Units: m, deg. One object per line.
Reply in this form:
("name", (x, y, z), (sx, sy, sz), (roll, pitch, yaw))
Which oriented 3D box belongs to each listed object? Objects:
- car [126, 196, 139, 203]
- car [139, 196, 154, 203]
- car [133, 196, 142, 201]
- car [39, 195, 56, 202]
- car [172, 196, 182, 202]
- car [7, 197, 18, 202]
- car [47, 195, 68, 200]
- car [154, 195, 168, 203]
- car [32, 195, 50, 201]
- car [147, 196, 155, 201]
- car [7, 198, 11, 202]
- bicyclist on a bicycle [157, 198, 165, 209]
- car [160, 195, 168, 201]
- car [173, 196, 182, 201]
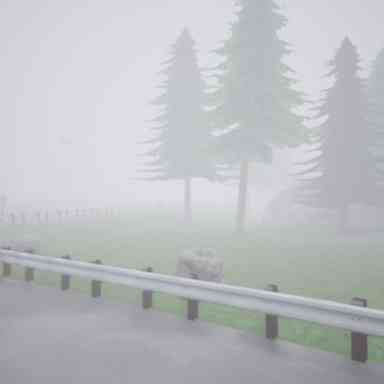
("car", (-14.180, 1.830, 77.624), (2.033, 1.411, 5.357), (0, 0, -1))
("car", (-10.678, 1.739, 78.126), (1.882, 1.535, 5.008), (0, 0, -1))
("car", (-14.437, 1.693, 88.272), (2.033, 1.411, 5.357), (0, 0, -8))
("car", (-35.099, 1.603, 80.988), (1.882, 1.535, 5.008), (0, 0, 3))
("car", (-3.657, 1.808, 78.815), (1.895, 1.301, 4.718), (0, 0, -1))
("car", (-36.951, 1.806, 66.289), (2.097, 1.767, 4.553), (0, 0, 15))
("car", (-26.161, 1.917, 66.442), (1.994, 1.385, 4.181), (0, 0, 15))
("car", (-7.167, 1.762, 78.455), (2.128, 1.511, 4.902), (0, 0, -1))
("car", (-29.628, 1.619, 66.942), (2.150, 2.045, 5.566), (0, 0, 15))
("car", (-10.953, 1.721, 88.588), (1.895, 1.301, 4.718), (0, 0, -8))
("car", (-31.131, 1.969, 51.304), (1.895, 1.301, 4.718), (-1, 0, 22))
("bicyclist on a bicycle", (-4.531, 1.634, 47.717), (1.656, 1.620, 0.582), (3, 1, 20))
("car", (-7.461, 1.622, 88.846), (1.812, 1.442, 4.674), (0, 0, -8))
("car", (-3.977, 1.665, 89.163), (1.895, 1.301, 4.718), (0, 0, -8))
